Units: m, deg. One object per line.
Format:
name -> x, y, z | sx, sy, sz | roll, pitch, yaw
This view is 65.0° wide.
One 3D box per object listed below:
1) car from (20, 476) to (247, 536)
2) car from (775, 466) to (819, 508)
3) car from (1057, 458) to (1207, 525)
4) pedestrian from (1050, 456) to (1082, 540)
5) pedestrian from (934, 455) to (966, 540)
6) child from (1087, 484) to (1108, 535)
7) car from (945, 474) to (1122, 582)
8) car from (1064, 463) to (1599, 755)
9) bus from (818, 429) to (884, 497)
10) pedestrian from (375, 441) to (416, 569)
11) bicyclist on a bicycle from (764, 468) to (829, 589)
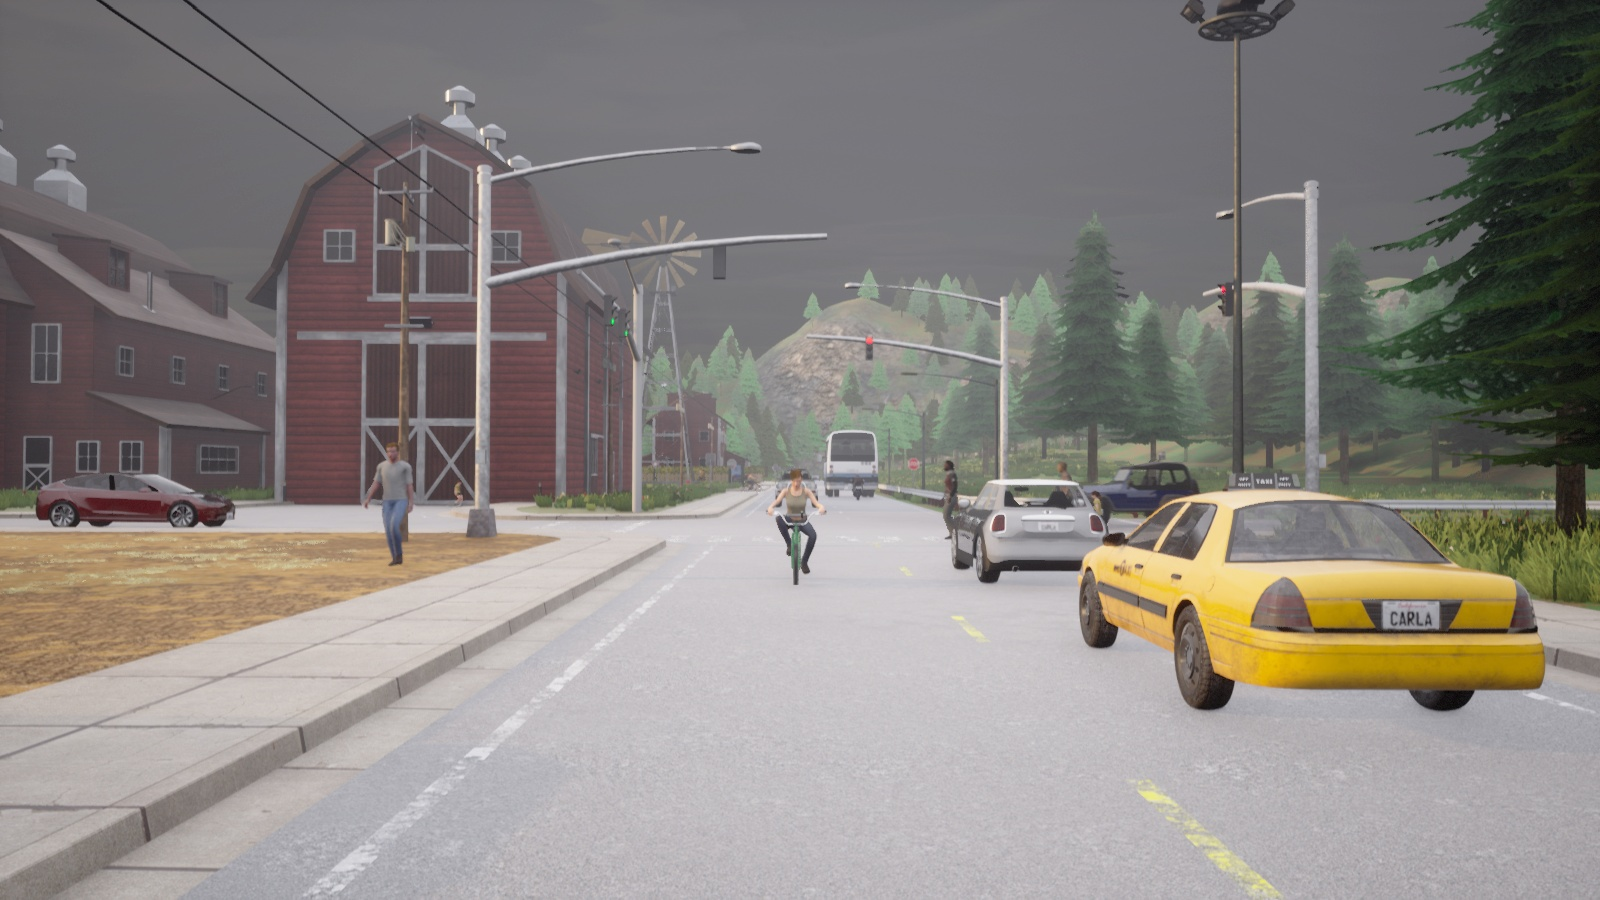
car -> -17.391, 1.443, 32.964 | 4.792, 1.488, 2.163 | 0, -1, -1
car -> -0.137, 1.659, 57.596 | 1.932, 1.855, 4.605 | 0, -1, 0
car -> 9.727, 1.207, 37.019 | 3.866, 1.878, 1.905 | 0, -1, -1
pedestrian -> 5.896, 1.058, 27.837 | 0.634, 1.846, 0.331 | 0, -1, 4
pedestrian -> 3.439, 1.092, 28.767 | 0.666, 1.930, 0.402 | 0, -1, -1
child -> 6.588, 1.320, 27.809 | 0.394, 1.110, 0.255 | -1, -1, 31
car -> 3.454, 1.112, 19.289 | 1.970, 1.475, 3.806 | 0, -1, 0
car -> 3.477, 0.911, 9.518 | 1.801, 1.575, 5.366 | 0, -1, 0
bus -> 3.296, 0.921, 83.939 | 3.944, 4.253, 10.273 | 0, -1, 0
pedestrian -> -5.909, 0.799, 18.363 | 0.354, 1.836, 0.706 | 0, -1, 3
bicyclist on a bicycle -> -0.043, 1.067, 17.647 | 0.866, 1.612, 1.509 | 0, -1, 0
